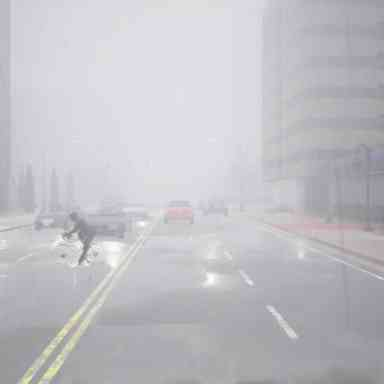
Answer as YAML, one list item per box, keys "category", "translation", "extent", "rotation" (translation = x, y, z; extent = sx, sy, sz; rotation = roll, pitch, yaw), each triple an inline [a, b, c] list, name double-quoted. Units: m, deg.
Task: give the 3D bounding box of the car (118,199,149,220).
- category: "car"
  translation: [-4.719, 1.526, 28.104]
  extent: [1.812, 1.442, 4.674]
  rotation: [0, 0, -3]

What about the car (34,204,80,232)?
- category: "car"
  translation: [-7.938, 1.491, 20.388]
  extent: [2.128, 1.511, 4.902]
  rotation: [0, 0, -2]

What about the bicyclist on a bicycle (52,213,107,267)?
- category: "bicyclist on a bicycle"
  translation: [-3.436, 1.453, 10.153]
  extent: [1.656, 1.620, 0.582]
  rotation: [-1, 0, -3]

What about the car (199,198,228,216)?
- category: "car"
  translation: [2.184, 1.352, 32.601]
  extent: [2.097, 1.767, 4.553]
  rotation: [0, 0, -3]

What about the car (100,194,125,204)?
- category: "car"
  translation: [-8.648, 1.224, 37.032]
  extent: [2.150, 2.045, 5.566]
  rotation: [0, 0, -2]

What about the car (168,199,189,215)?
- category: "car"
  translation: [-1.438, 1.547, 35.158]
  extent: [2.033, 1.411, 5.357]
  rotation: [0, 0, -2]

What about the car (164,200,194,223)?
- category: "car"
  translation: [-0.986, 1.352, 25.264]
  extent: [2.097, 1.767, 4.553]
  rotation: [0, 0, -3]

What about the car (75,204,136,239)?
- category: "car"
  translation: [-4.323, 1.564, 17.284]
  extent: [1.994, 1.385, 4.181]
  rotation: [0, 0, -3]
